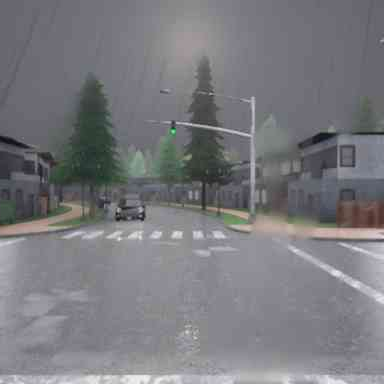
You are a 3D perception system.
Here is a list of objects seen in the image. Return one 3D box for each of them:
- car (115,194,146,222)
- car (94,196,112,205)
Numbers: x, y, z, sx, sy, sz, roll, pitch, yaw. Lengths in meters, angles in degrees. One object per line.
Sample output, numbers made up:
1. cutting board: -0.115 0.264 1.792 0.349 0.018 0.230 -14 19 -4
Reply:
1. car: -4.721 1.297 26.120 2.097 1.767 4.553 0 0 -6
2. car: -15.640 1.468 57.153 2.033 1.411 5.357 0 0 -36
